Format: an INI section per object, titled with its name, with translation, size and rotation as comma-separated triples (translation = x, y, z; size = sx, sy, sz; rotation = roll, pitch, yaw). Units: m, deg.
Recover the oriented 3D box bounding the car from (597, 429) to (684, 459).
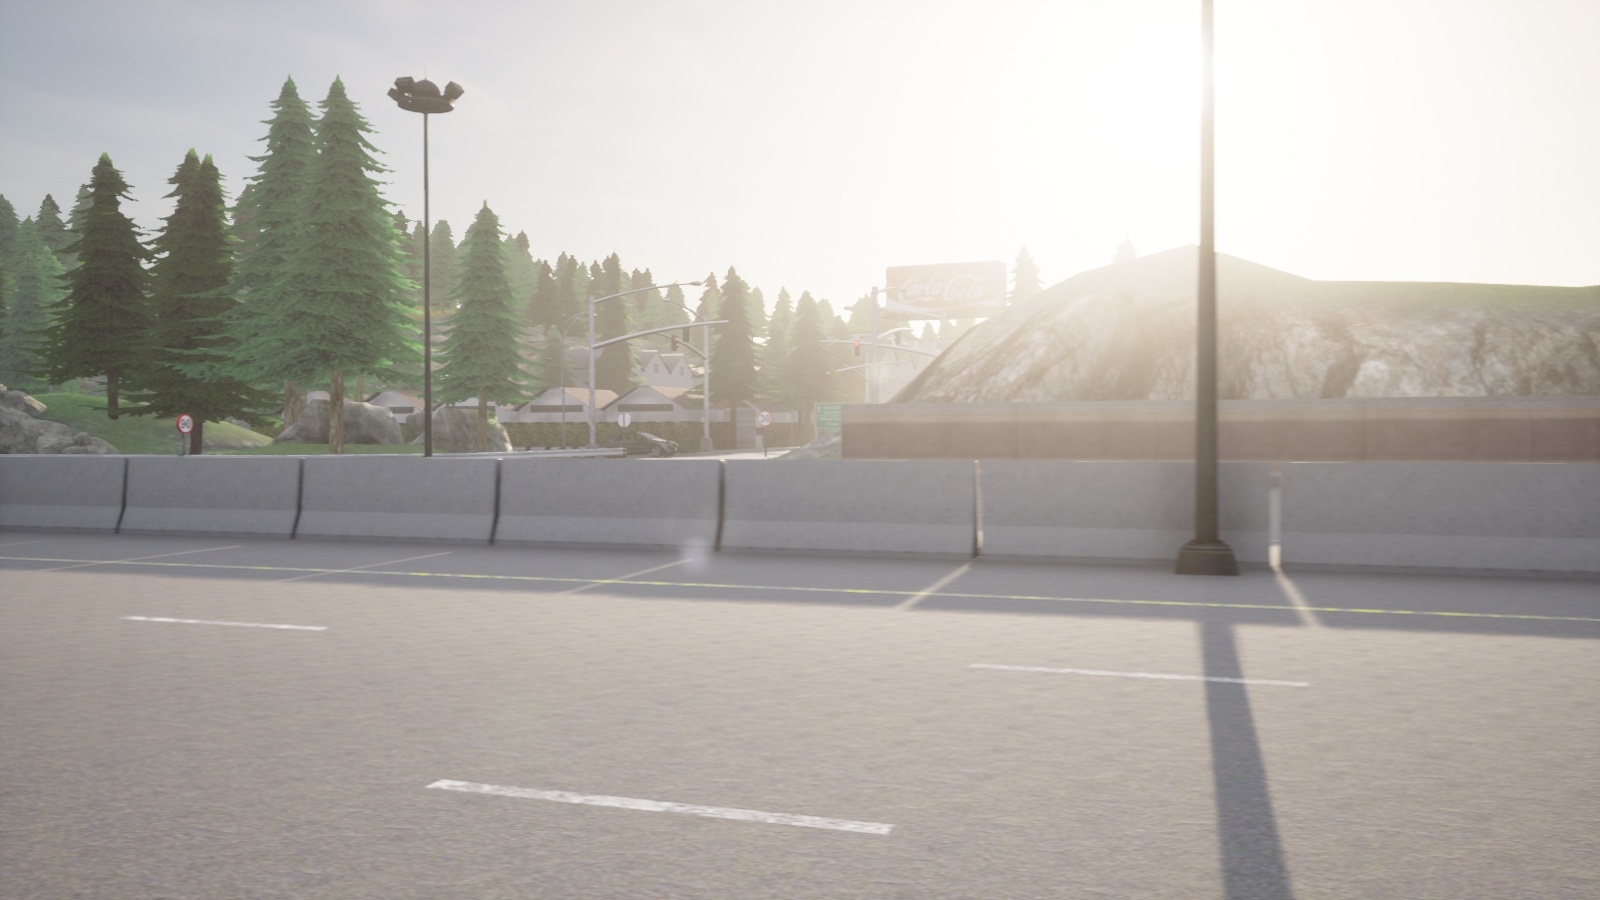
[car]
translation = -8.553, -0.332, 67.419
size = 4.193, 1.474, 1.816
rotation = -2, 0, 19
